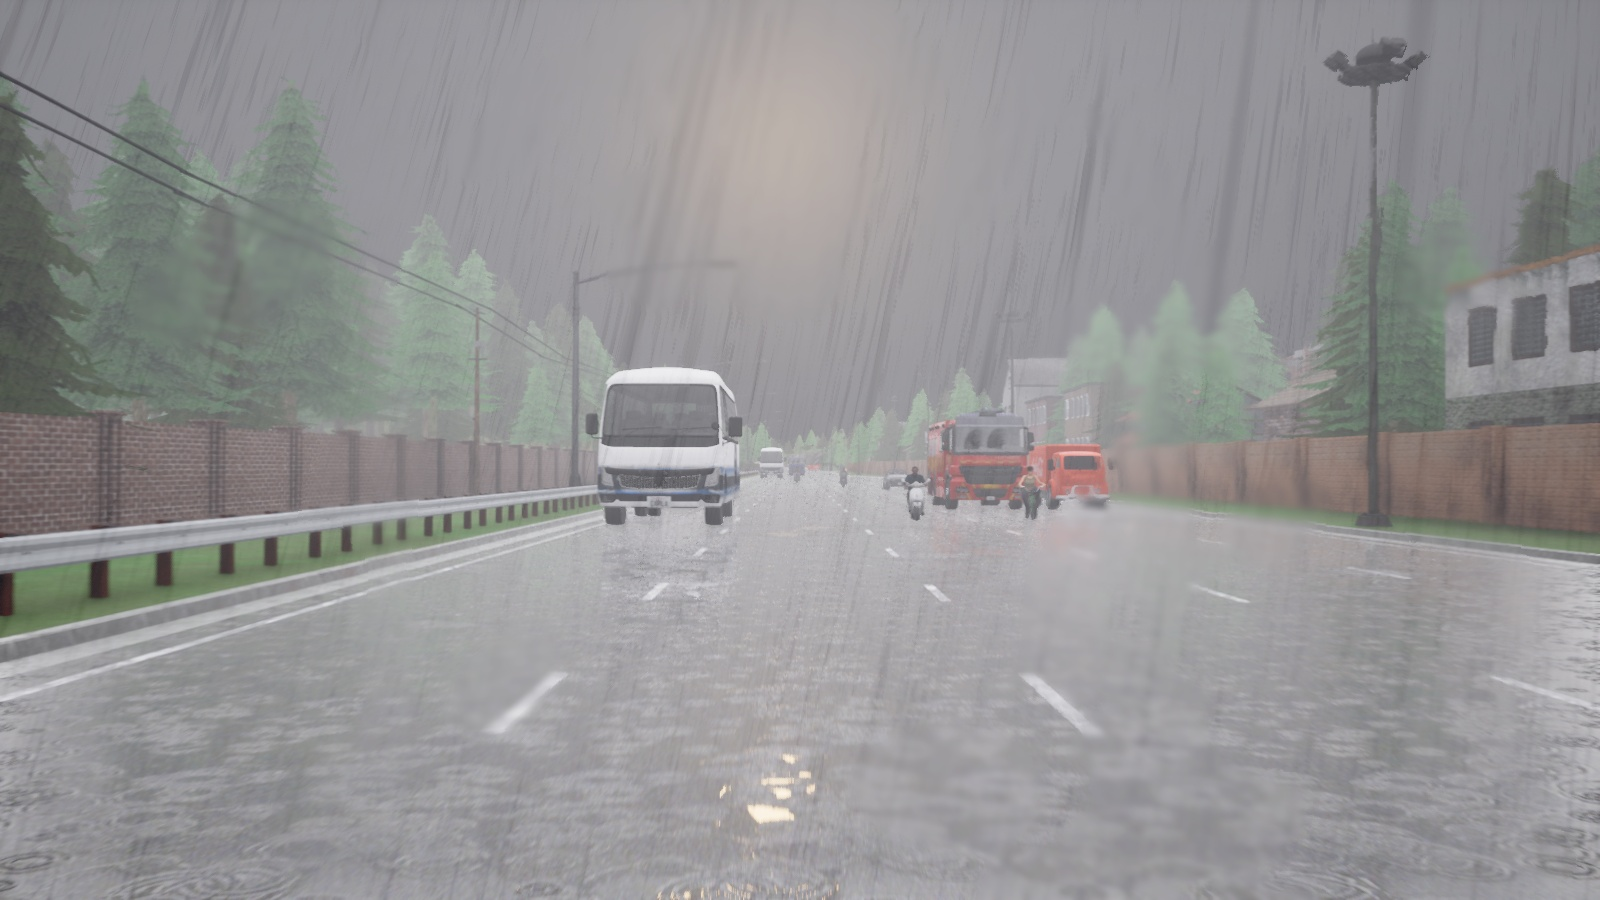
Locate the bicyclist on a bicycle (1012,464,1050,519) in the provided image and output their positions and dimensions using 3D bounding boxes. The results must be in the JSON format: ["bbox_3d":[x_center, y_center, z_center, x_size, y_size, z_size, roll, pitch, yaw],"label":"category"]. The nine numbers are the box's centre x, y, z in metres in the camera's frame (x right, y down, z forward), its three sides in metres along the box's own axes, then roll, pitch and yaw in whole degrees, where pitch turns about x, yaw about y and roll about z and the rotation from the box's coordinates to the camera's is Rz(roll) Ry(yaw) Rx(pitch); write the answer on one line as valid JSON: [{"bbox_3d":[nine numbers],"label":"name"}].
[{"bbox_3d":[6.915,1.232,37.657,0.866,1.612,1.509,0,-1,0],"label":"bicyclist on a bicycle"}]

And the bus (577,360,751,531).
[{"bbox_3d":[-3.592,-0.055,36.468,3.944,4.253,10.273,0,-1,0],"label":"bus"}]

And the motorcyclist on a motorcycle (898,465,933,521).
[{"bbox_3d":[3.412,1.258,37.247,0.866,1.590,1.817,0,-1,0],"label":"motorcyclist on a motorcycle"}]

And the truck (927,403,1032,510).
[{"bbox_3d":[6.878,0.291,49.374,2.891,3.827,8.468,0,-1,0],"label":"truck"}]

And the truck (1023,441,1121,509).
[{"bbox_3d":[10.383,0.942,48.435,2.627,2.467,5.204,0,-1,0],"label":"truck"}]

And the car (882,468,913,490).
[{"bbox_3d":[6.793,1.991,87.581,1.816,1.474,4.193,0,-1,0],"label":"car"}]
